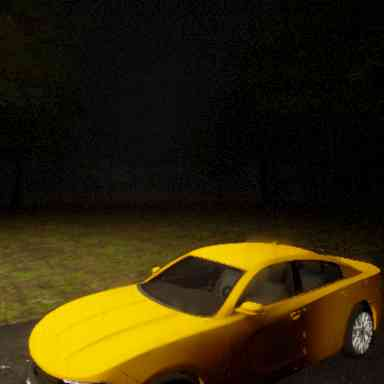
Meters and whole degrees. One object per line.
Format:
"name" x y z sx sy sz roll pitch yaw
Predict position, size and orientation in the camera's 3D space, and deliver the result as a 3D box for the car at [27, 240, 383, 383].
"car" 0.591 1.478 4.412 5.008 1.535 1.882 0 0 -35
